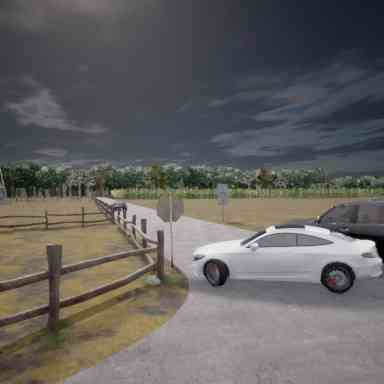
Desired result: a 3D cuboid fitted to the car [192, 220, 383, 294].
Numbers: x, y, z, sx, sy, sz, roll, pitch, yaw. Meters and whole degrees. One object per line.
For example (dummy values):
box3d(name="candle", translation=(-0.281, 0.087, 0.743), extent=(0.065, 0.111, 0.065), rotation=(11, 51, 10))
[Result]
box3d(name="car", translation=(2.299, 1.612, 8.709), extent=(4.674, 1.442, 1.812), rotation=(-2, 0, 17))

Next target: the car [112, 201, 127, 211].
box3d(name="car", translation=(-10.795, 1.979, 49.473), extent=(2.033, 1.411, 5.357), rotation=(-2, 0, -18))

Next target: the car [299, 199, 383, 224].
box3d(name="car", translation=(5.103, 1.225, 9.799), extent=(2.150, 2.045, 5.566), rotation=(-2, 0, -40))
